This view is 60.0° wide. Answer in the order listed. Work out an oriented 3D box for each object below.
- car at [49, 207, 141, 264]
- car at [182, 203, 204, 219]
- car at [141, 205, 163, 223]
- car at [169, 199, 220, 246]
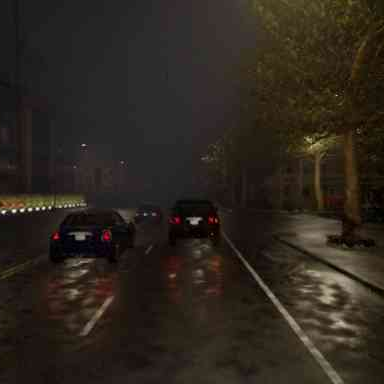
[{"bbox_3d":[-3.418,1.430,12.328,2.097,1.767,4.553,0,0,0],"label":"car"},{"bbox_3d":[0.101,1.768,32.362,1.994,1.385,4.181,0,0,0],"label":"car"},{"bbox_3d":[-3.410,1.718,26.909,2.033,1.411,5.357,0,0,0],"label":"car"},{"bbox_3d":[0.103,1.323,15.978,2.150,2.045,5.566,0,0,0],"label":"car"}]
